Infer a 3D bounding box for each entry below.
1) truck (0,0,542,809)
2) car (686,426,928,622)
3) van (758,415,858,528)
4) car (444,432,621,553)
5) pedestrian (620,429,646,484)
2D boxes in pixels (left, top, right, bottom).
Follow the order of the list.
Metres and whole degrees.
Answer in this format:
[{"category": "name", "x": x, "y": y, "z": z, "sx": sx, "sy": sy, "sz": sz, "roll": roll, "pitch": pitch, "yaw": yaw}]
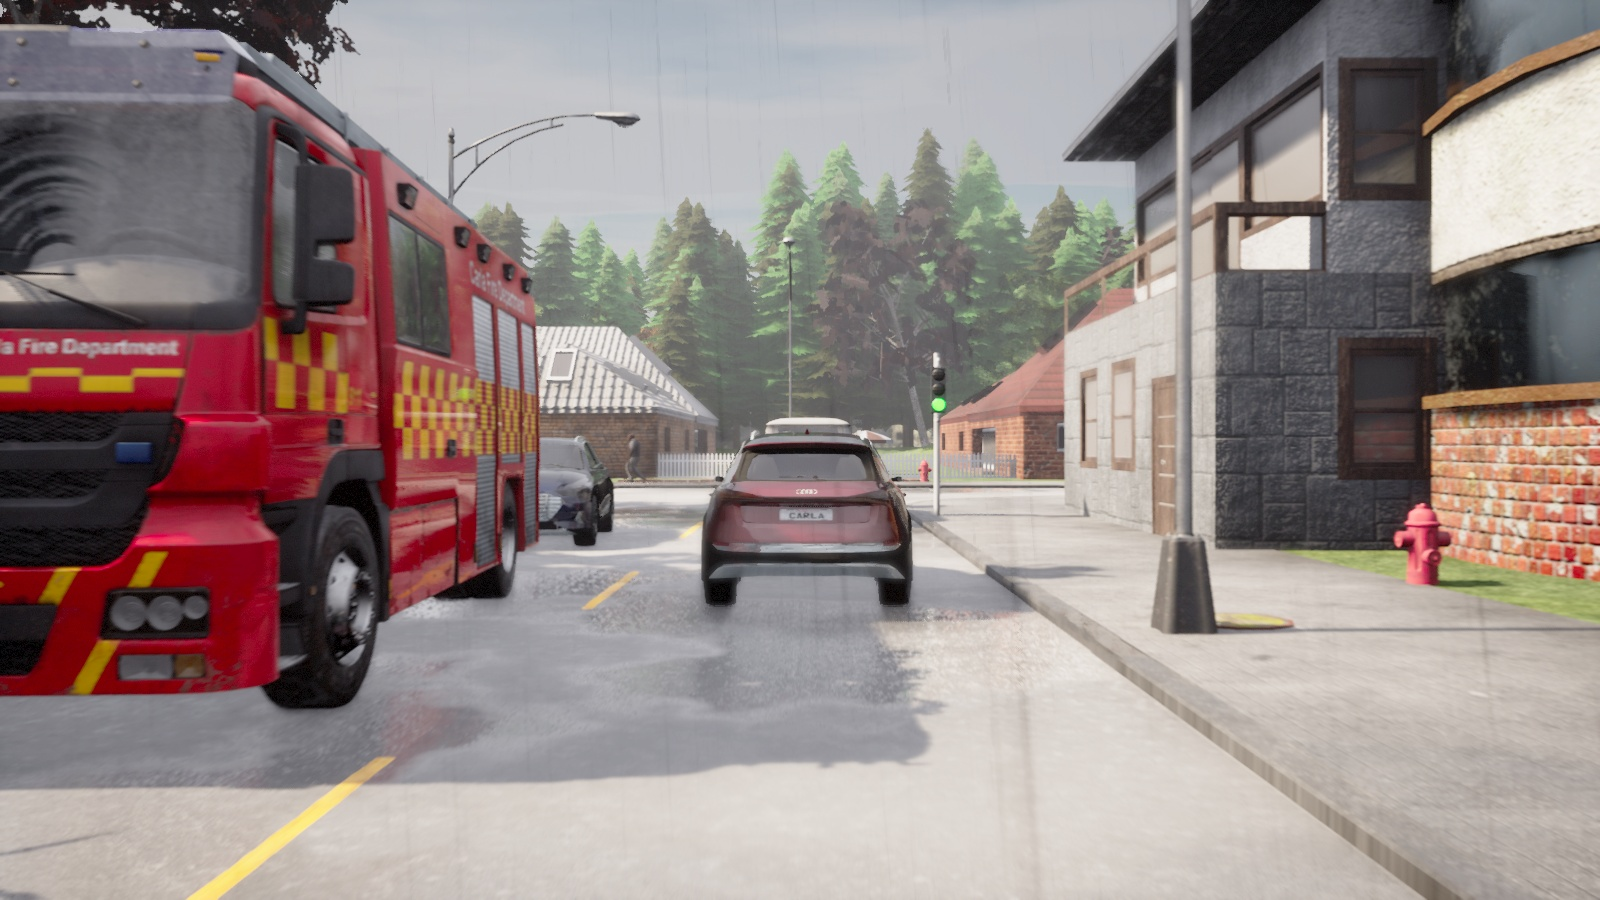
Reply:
[{"category": "truck", "x": -4.038, "y": -0.470, "z": 9.316, "sx": 2.891, "sy": 3.827, "sz": 8.468, "roll": 0, "pitch": 0, "yaw": -3}, {"category": "car", "x": 0.086, "y": 0.609, "z": 12.985, "sx": 2.033, "sy": 1.649, "sz": 4.856, "roll": 0, "pitch": 0, "yaw": 1}, {"category": "van", "x": 0.154, "y": 0.372, "z": 24.434, "sx": 1.775, "sy": 1.987, "sz": 4.442, "roll": 0, "pitch": 0, "yaw": 0}, {"category": "car", "x": -4.027, "y": 0.571, "z": 19.715, "sx": 2.033, "sy": 1.649, "sz": 4.856, "roll": 0, "pitch": 0, "yaw": -4}, {"category": "pedestrian", "x": -5.818, "y": 0.221, "z": 43.718, "sx": 0.849, "sy": 1.883, "sz": 0.563, "roll": 0, "pitch": 0, "yaw": 0}]
